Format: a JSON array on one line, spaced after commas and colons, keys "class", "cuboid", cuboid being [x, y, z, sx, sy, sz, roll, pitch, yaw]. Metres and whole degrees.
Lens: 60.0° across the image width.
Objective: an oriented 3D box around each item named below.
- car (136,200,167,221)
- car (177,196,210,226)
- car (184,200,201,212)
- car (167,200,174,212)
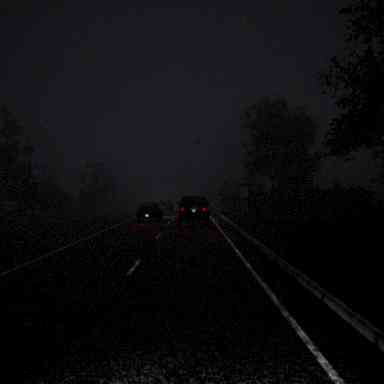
[{"class": "car", "cuboid": [-3.406, 1.580, 27.665, 1.837, 1.490, 4.892, 0, -1, 0]}, {"class": "car", "cuboid": [0.108, 1.291, 23.966, 2.150, 2.045, 5.566, 0, 0, 0]}, {"class": "car", "cuboid": [0.113, 1.858, 42.752, 2.033, 1.411, 5.357, 0, -3, 0]}, {"class": "car", "cuboid": [-3.393, 1.823, 43.147, 2.128, 1.511, 4.902, 0, -3, 0]}]
